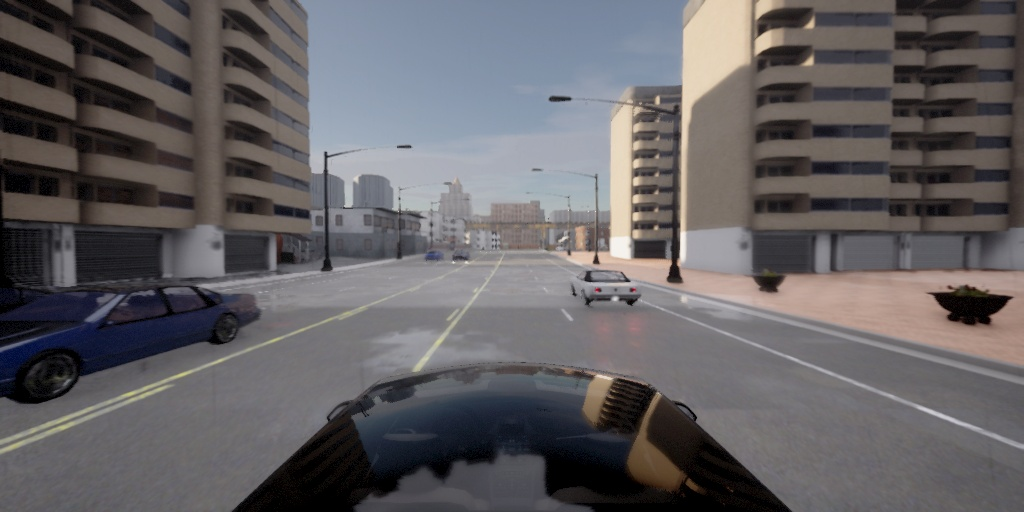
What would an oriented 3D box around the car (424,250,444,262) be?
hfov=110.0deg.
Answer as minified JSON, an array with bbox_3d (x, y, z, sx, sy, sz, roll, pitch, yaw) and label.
[{"bbox_3d":[-10.554,-0.058,48.951,1.882,1.535,5.008,0,3,0],"label":"car"}]

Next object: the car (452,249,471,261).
[{"bbox_3d":[-7.040,-0.236,50.020,2.097,1.767,4.553,0,3,1],"label":"car"}]

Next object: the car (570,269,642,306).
[{"bbox_3d":[3.601,1.190,14.746,1.895,1.301,4.718,0,1,0],"label":"car"}]

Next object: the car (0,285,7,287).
[{"bbox_3d":[-10.599,1.253,6.670,1.994,1.385,4.181,0,1,0],"label":"car"}]

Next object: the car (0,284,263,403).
[{"bbox_3d":[-7.101,1.239,6.493,2.033,1.411,5.357,0,1,0],"label":"car"}]
